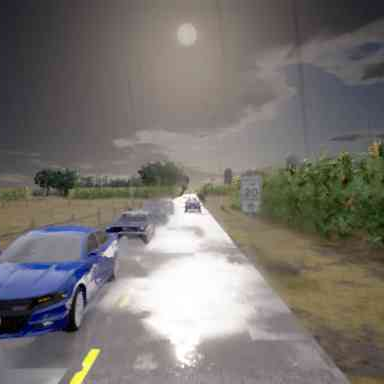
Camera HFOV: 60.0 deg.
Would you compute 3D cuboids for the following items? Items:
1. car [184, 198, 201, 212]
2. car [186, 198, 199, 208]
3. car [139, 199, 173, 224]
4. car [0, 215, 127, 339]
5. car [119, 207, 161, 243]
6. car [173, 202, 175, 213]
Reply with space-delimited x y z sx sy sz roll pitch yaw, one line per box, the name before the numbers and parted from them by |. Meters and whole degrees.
car | 0.091 1.563 39.839 1.812 1.442 4.674 0 0 0
car | 0.063 1.609 49.579 1.895 1.301 4.718 0 0 0
car | -2.840 1.401 25.323 2.097 1.767 4.553 0 0 0
car | -2.803 1.495 7.024 1.882 1.535 5.008 0 0 -2
car | -2.849 1.639 16.336 1.895 1.301 4.718 0 0 0
car | -2.801 1.536 35.591 2.128 1.511 4.902 0 0 1
